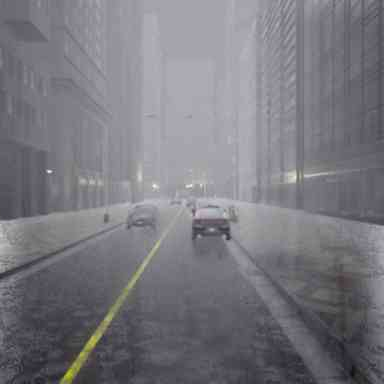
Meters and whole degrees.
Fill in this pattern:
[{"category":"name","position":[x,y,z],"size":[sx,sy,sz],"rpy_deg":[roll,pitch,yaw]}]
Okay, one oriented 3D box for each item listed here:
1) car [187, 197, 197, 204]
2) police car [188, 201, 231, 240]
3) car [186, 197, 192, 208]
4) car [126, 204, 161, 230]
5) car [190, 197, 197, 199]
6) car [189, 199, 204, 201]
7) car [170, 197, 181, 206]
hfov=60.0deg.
[{"category":"car","position":[0.005,1.678,68.624],"size":[1.812,1.442,4.674],"rpy_deg":[0,0,0]},{"category":"police car","position":[0.901,1.501,17.509],"size":[1.930,1.638,5.238],"rpy_deg":[0,0,0]},{"category":"car","position":[0.004,1.835,53.657],"size":[1.895,1.301,4.718],"rpy_deg":[0,0,0]},{"category":"car","position":[-3.095,1.600,22.017],"size":[1.837,1.490,4.892],"rpy_deg":[0,0,0]},{"category":"car","position":[0.902,1.601,33.589],"size":[1.801,1.575,5.366],"rpy_deg":[0,0,0]},{"category":"car","position":[0.901,1.597,27.399],"size":[1.882,1.535,5.008],"rpy_deg":[0,0,0]},{"category":"car","position":[-3.014,1.749,63.087],"size":[1.882,1.535,5.008],"rpy_deg":[0,0,1]}]
